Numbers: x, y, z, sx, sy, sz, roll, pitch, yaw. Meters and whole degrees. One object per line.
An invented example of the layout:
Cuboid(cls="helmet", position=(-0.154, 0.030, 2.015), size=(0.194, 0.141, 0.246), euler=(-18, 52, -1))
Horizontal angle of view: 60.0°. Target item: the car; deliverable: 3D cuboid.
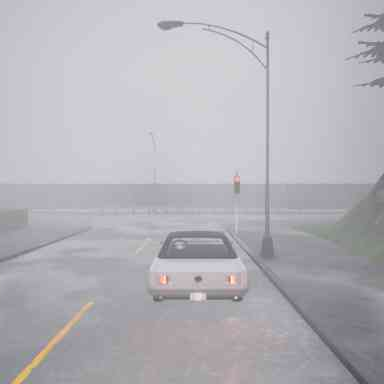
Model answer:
Cuboid(cls="car", position=(0.116, 1.601, 8.226), size=(1.895, 1.301, 4.718), euler=(0, 0, 0))
